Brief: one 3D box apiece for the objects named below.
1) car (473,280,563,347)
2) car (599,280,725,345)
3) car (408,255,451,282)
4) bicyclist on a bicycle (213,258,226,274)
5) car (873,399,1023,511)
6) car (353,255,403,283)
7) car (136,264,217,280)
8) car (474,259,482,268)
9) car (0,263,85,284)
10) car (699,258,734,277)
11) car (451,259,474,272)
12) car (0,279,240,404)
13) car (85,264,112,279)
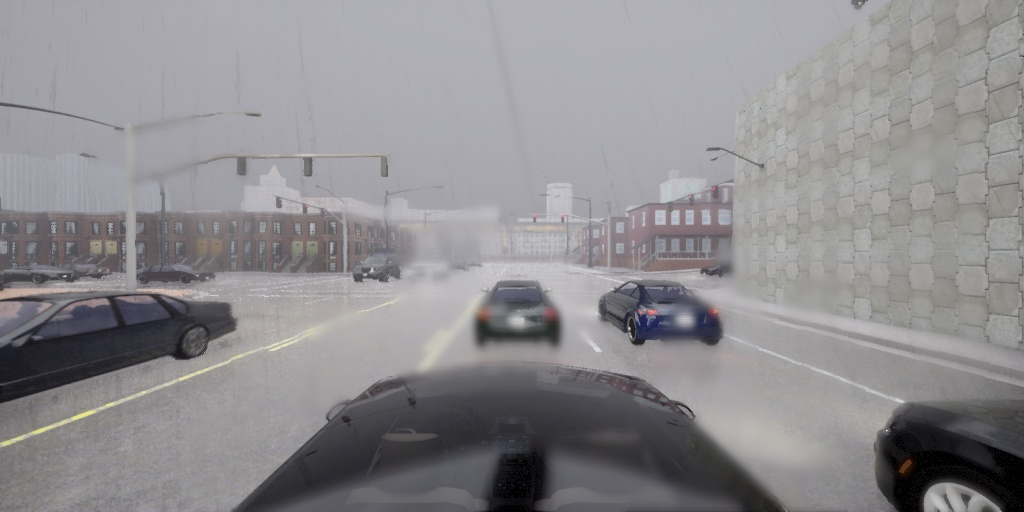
[{"bbox_3d":[0.160,1.314,9.365,1.994,1.385,4.181,0,0,1],"label":"car"},{"bbox_3d":[3.663,1.314,9.526,1.994,1.385,4.181,0,0,1],"label":"car"},{"bbox_3d":[-6.779,0.970,29.493,2.150,2.045,5.566,0,0,1],"label":"car"},{"bbox_3d":[-30.407,1.052,37.326,0.582,1.620,1.656,0,0,0],"label":"bicyclist on a bicycle"},{"bbox_3d":[3.585,1.255,0.613,1.837,1.490,4.892,0,0,1],"label":"car"},{"bbox_3d":[-10.297,0.970,27.982,2.150,2.045,5.566,0,0,1],"label":"car"},{"bbox_3d":[-24.901,1.297,26.294,5.357,1.411,2.033,0,0,0],"label":"car"},{"bbox_3d":[-6.353,1.254,62.810,1.837,1.490,4.892,0,0,1],"label":"car"},{"bbox_3d":[-34.866,1.313,26.379,4.181,1.385,1.994,0,0,1],"label":"car"},{"bbox_3d":[18.521,0.854,29.628,5.357,1.411,2.033,-5,0,1],"label":"car"},{"bbox_3d":[-6.581,1.296,46.191,2.033,1.411,5.357,0,0,1],"label":"car"},{"bbox_3d":[-7.057,1.297,5.636,2.033,1.411,5.357,0,0,1],"label":"car"},{"bbox_3d":[-37.058,1.297,30.095,5.357,1.411,2.033,0,0,1],"label":"car"}]
